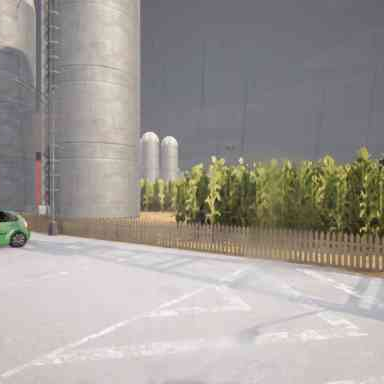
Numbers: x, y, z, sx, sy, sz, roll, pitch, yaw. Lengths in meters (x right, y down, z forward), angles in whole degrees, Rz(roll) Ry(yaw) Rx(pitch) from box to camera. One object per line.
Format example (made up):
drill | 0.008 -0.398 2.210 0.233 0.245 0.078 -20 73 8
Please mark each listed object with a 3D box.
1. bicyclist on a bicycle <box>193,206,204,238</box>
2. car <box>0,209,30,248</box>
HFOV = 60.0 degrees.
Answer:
bicyclist on a bicycle | 0.534 1.515 15.937 0.582 1.620 1.656 -1 4 -44
car | -8.503 1.483 12.789 1.851 1.617 3.988 0 0 34
